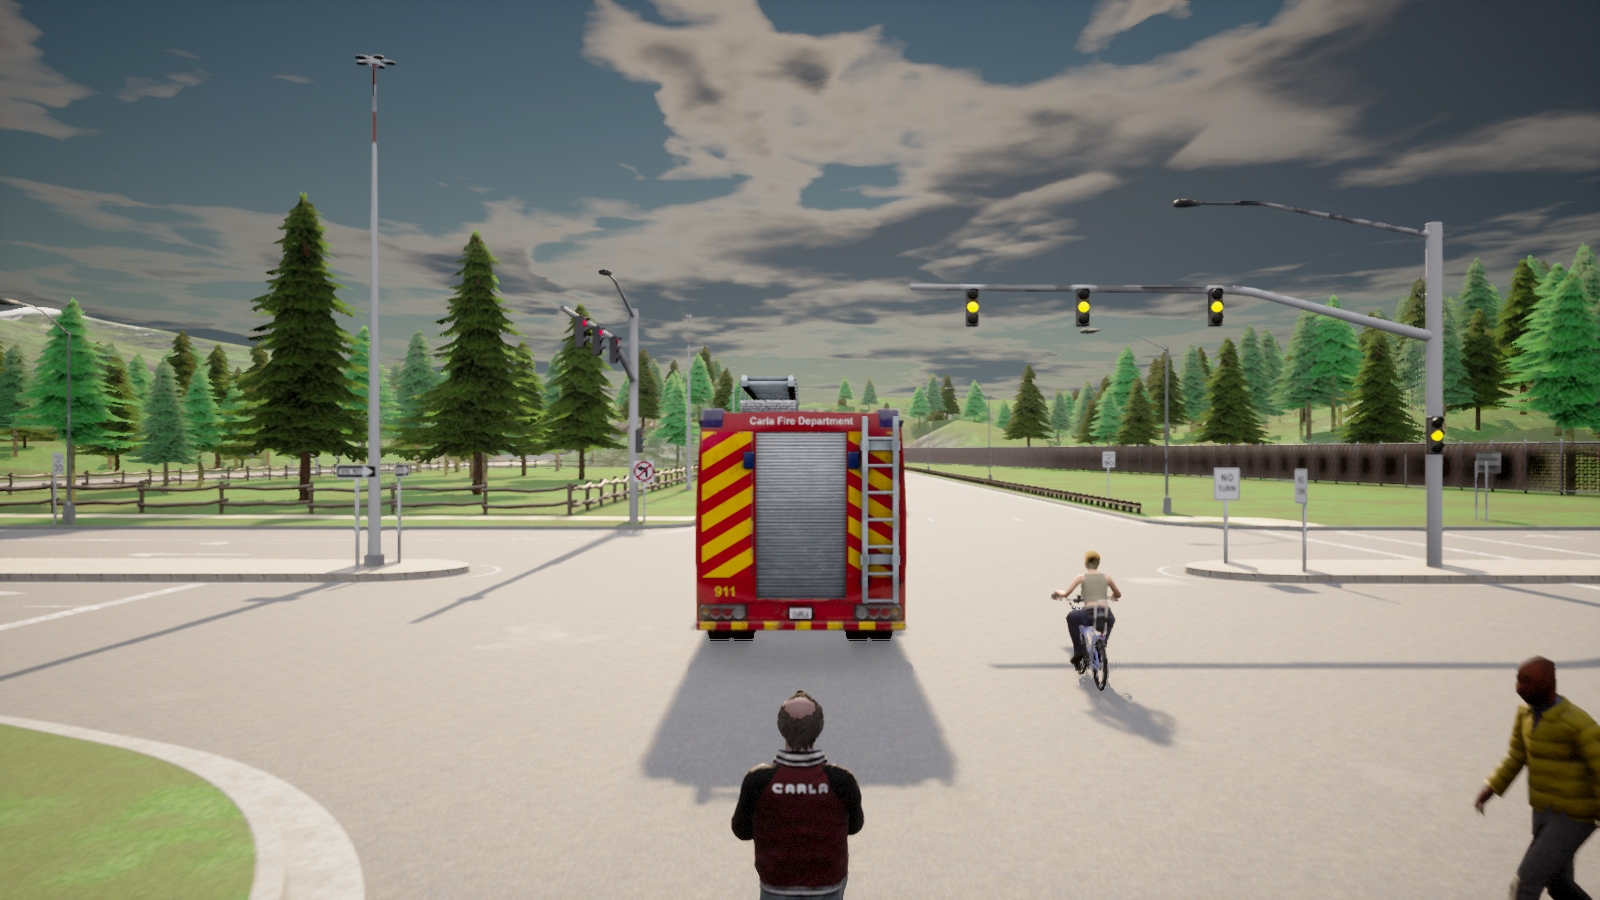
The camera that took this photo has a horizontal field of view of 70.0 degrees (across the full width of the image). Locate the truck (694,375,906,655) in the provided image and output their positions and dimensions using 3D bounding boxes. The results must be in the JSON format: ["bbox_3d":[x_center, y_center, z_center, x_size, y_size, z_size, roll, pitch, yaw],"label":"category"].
[{"bbox_3d":[0.001,0.890,19.868,2.891,3.827,8.468,0,0,0],"label":"truck"}]

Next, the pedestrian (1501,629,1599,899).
[{"bbox_3d":[4.060,1.919,6.134,0.375,1.860,0.375,0,0,3],"label":"pedestrian"}]

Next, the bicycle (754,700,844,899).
[{"bbox_3d":[-0.004,2.060,5.118,0.329,1.471,1.835,0,0,0],"label":"bicycle"}]

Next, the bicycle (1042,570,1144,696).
[{"bbox_3d":[3.490,2.158,13.742,0.859,1.277,1.487,0,0,0],"label":"bicycle"}]
